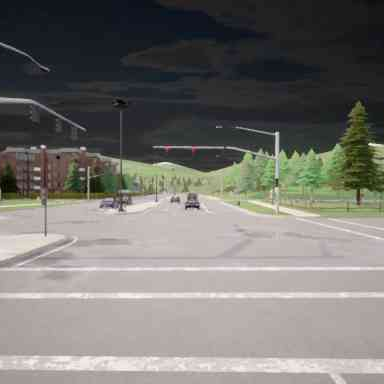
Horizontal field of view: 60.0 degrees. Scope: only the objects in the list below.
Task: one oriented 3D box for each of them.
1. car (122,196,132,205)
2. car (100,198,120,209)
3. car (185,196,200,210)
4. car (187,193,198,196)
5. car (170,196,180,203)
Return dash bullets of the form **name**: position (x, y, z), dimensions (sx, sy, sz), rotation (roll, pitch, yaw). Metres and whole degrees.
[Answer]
- **car**: position (-11.507, 1.477, 57.037), dimensions (1.882, 1.535, 5.008), rotation (0, 0, 0)
- **car**: position (-11.539, 1.526, 46.686), dimensions (1.812, 1.442, 4.674), rotation (0, 0, 0)
- **car**: position (0.039, 1.601, 43.470), dimensions (1.895, 1.301, 4.718), rotation (0, 0, 0)
- **car**: position (0.062, 1.221, 68.905), dimensions (2.150, 2.045, 5.566), rotation (0, 0, 0)
- **car**: position (-3.438, 1.491, 68.877), dimensions (2.128, 1.511, 4.902), rotation (0, 0, 0)
